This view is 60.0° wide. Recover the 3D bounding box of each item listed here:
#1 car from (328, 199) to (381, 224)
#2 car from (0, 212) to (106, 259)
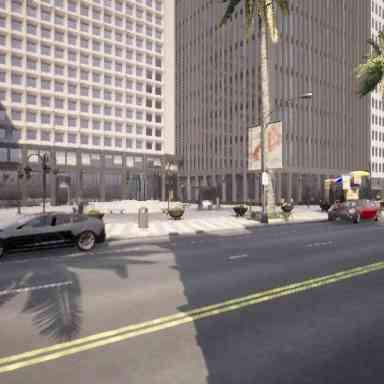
[{"bbox_3d":[12.264,1.338,25.046,4.553,1.767,2.185,0,0,-36],"label":"car"},{"bbox_3d":[-5.633,1.496,12.369,4.786,1.482,2.161,0,0,-36],"label":"car"}]
